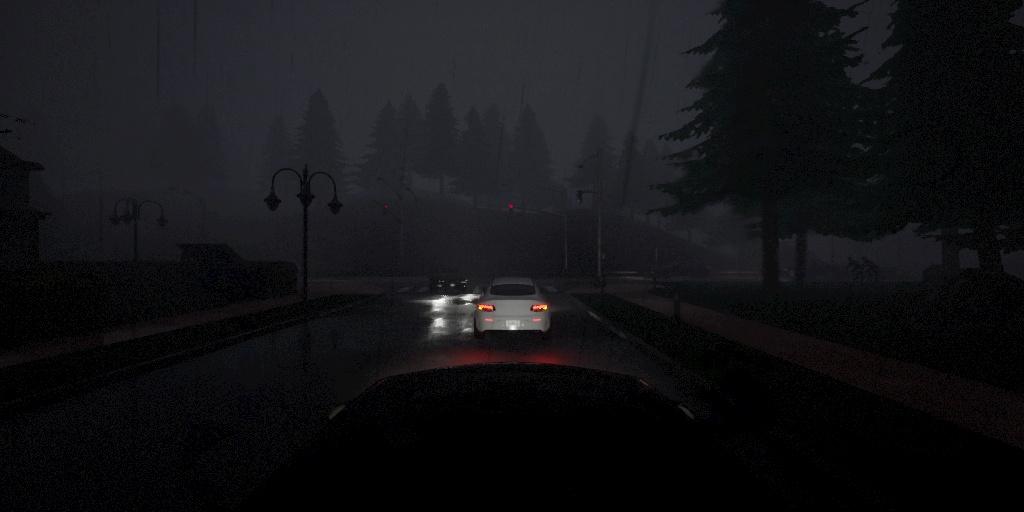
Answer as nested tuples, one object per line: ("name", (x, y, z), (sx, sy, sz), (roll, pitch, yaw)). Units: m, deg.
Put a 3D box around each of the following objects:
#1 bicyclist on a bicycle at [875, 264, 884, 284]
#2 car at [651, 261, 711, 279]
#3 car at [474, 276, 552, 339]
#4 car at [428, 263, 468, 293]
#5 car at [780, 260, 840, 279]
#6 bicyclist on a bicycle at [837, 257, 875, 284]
("bicyclist on a bicycle", (21.774, 0.892, 21.981), (0.582, 1.620, 1.656), (0, 0, -14))
("car", (14.055, 1.113, 29.889), (4.674, 1.442, 1.812), (0, 0, -1))
("car", (0.020, 1.276, 9.955), (1.812, 1.442, 4.674), (0, 0, 0))
("car", (-3.801, 1.219, 20.952), (1.837, 1.490, 4.892), (3, 0, -18))
("car", (24.376, 1.065, 29.928), (5.008, 1.535, 1.882), (0, 0, 0))
("bicyclist on a bicycle", (21.127, 0.891, 22.240), (0.582, 1.620, 1.656), (0, 0, -16))
